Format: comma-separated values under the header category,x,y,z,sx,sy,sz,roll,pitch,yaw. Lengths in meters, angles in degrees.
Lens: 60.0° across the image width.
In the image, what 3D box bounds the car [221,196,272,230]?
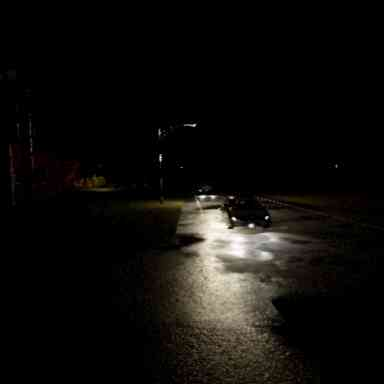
category,x,y,z,sx,sy,sz,roll,pitch,yaw
car,2.443,0.901,16.353,2.033,1.411,5.357,-2,2,0

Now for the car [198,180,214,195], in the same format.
category,x,y,z,sx,sy,sz,roll,pitch,yaw
car,2.038,-0.729,50.089,2.150,2.045,5.566,-2,2,-1
